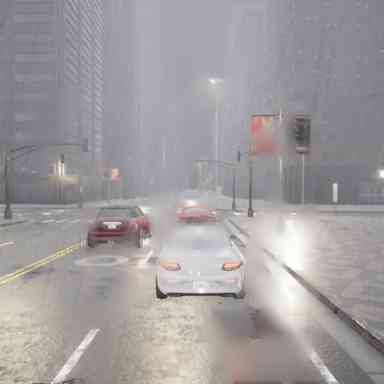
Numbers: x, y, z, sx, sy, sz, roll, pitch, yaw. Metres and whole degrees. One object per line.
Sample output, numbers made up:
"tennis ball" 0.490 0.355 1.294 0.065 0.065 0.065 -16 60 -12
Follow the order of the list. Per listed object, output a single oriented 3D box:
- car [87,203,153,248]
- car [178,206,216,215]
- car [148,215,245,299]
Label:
"car" -3.018 1.346 14.786 2.097 1.767 4.553 0 0 1
"car" 0.263 1.470 17.638 1.882 1.535 5.008 0 0 0
"car" 0.183 1.524 8.309 1.812 1.442 4.674 0 0 0
